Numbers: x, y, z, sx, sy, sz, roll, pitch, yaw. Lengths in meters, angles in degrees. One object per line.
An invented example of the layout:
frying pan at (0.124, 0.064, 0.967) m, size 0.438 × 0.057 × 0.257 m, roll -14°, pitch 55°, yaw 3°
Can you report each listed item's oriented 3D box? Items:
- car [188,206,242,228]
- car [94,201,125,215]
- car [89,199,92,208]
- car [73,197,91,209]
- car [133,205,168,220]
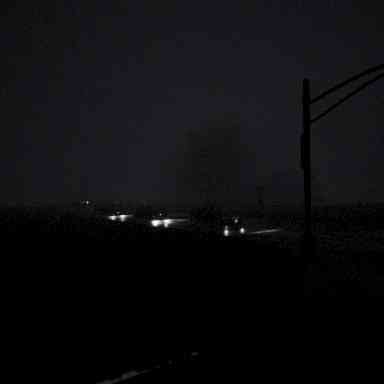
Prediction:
car at (1.642, 1.788, 25.115) m, size 2.128 × 1.511 × 4.902 m, roll -1°, pitch 0°, yaw -36°
car at (-10.337, 2.126, 41.829) m, size 2.033 × 1.411 × 5.357 m, roll -1°, pitch 0°, yaw -35°
car at (-14.393, 2.173, 53.798) m, size 2.128 × 1.511 × 4.902 m, roll -1°, pitch 0°, yaw -35°
car at (-20.451, 2.047, 62.236) m, size 2.150 × 2.045 × 5.566 m, roll -1°, pitch 0°, yaw -36°
car at (-4.189, 1.997, 33.230) m, size 1.994 × 1.385 × 4.181 m, roll -1°, pitch 0°, yaw -37°
